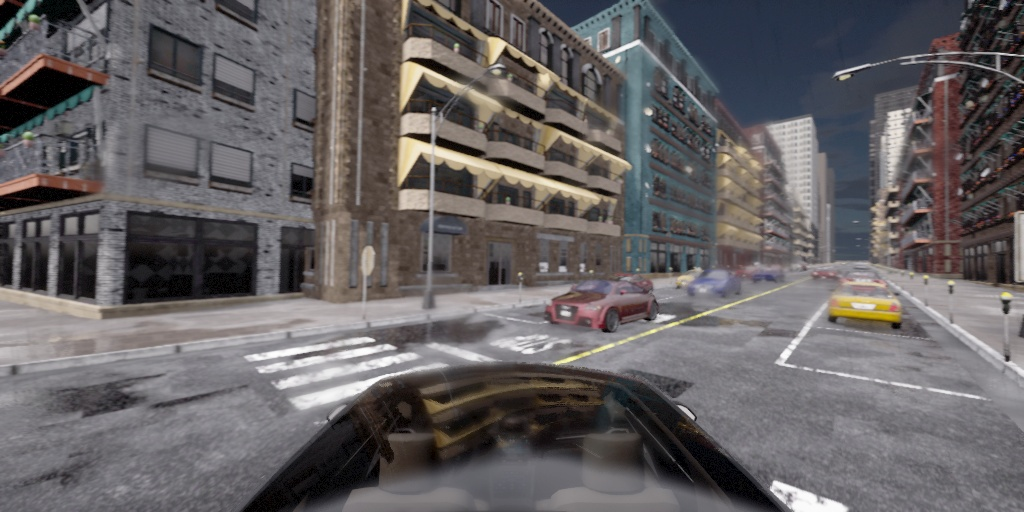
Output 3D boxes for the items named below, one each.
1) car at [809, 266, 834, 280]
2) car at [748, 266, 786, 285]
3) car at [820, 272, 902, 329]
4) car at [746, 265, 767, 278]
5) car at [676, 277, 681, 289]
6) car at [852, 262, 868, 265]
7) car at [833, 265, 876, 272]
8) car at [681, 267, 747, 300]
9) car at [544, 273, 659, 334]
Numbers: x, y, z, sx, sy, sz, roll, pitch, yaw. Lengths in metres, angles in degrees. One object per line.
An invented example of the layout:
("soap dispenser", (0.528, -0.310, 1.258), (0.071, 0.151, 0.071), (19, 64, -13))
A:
("car", (32.527, 1.869, 37.193), (1.895, 1.301, 4.718), (0, -1, 44))
("car", (22.463, 1.756, 31.338), (1.895, 1.301, 4.718), (0, -1, 45))
("car", (11.740, 1.442, 12.014), (1.751, 1.417, 4.829), (0, 0, 44))
("car", (24.851, 1.768, 37.577), (1.888, 1.381, 4.507), (0, 0, 44))
("car", (13.163, 1.572, 25.522), (1.751, 1.417, 4.829), (0, 0, 44))
("car", (42.475, 1.824, 43.713), (1.967, 1.591, 4.097), (0, 0, 44))
("car", (19.335, 1.476, 19.847), (1.967, 1.591, 4.097), (0, 0, 44))
("car", (11.291, 1.509, 19.843), (1.812, 1.442, 4.674), (0, -1, 44))
("car", (2.889, 1.414, 11.199), (4.181, 1.385, 1.994), (1, -1, -45))
